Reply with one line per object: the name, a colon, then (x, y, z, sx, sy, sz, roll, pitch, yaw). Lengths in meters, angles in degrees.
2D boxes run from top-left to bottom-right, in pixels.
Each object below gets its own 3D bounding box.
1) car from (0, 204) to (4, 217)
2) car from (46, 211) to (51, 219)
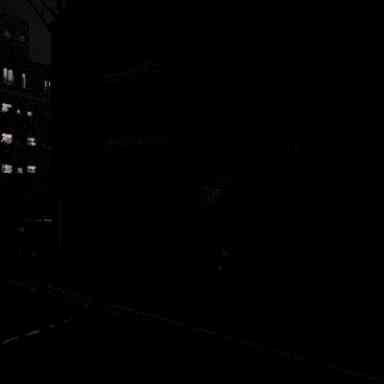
car: (-19.966, 1.778, 30.347, 2.192, 1.841, 5.009, -2, -2, 35)
car: (-13.246, 2.150, 35.404, 1.994, 1.385, 4.181, -1, -1, 35)
